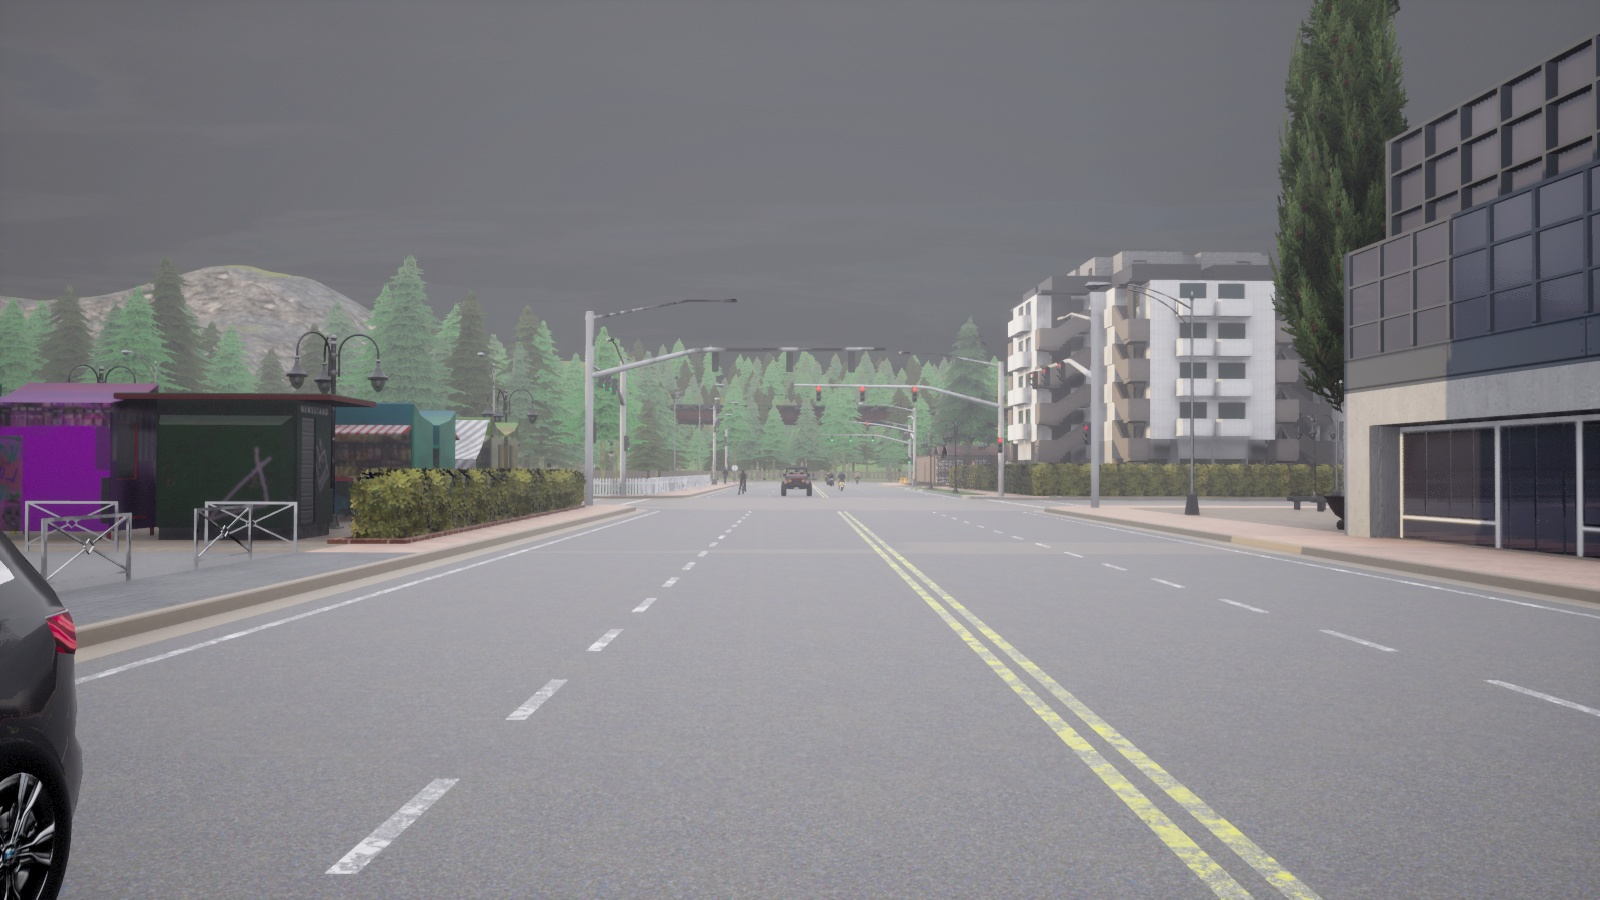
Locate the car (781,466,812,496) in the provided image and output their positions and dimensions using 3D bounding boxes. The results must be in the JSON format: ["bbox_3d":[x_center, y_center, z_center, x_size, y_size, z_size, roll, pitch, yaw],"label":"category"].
[{"bbox_3d":[-0.200,1.930,78.718,1.905,1.878,3.866,0,-1,0],"label":"car"}]

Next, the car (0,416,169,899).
[{"bbox_3d":[-3.507,0.714,2.453,2.242,1.667,4.611,0,-1,0],"label":"car"}]
